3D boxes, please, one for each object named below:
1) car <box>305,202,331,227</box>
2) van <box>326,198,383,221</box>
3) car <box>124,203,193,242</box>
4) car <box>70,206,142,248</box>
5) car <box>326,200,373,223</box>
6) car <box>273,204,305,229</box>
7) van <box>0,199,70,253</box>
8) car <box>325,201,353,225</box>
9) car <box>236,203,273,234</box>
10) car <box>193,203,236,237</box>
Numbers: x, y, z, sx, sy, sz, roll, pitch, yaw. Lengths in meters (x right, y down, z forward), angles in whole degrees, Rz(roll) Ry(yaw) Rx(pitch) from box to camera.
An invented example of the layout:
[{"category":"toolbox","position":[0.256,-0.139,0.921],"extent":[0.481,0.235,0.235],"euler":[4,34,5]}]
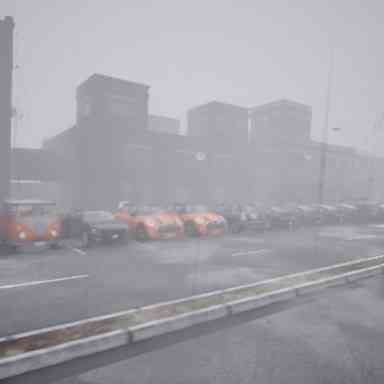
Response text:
[{"category":"car","position":[6.698,1.611,23.357],"extent":[2.231,1.521,4.892],"euler":[1,0,-36]},{"category":"van","position":[13.593,1.459,28.150],"extent":[1.878,1.987,4.442],"euler":[1,0,-36]},{"category":"car","position":[-2.294,1.401,16.973],"extent":[2.185,1.767,4.553],"euler":[0,0,-36]},{"category":"car","position":[-4.522,1.509,15.348],"extent":[2.097,1.535,5.008],"euler":[0,0,-36]},{"category":"car","position":[11.183,1.659,26.563],"extent":[2.231,1.521,4.892],"euler":[1,0,-36]},{"category":"car","position":[4.455,1.589,21.753],"extent":[2.231,1.521,4.892],"euler":[1,0,-36]},{"category":"van","position":[-6.693,1.266,13.646],"extent":[1.878,1.987,4.442],"euler":[0,0,-36]},{"category":"car","position":[8.941,1.635,24.960],"extent":[2.231,1.521,4.892],"euler":[1,0,-36]},{"category":"car","position":[2.229,1.441,20.130],"extent":[2.185,1.767,4.553],"euler":[1,0,-36]},{"category":"car","position":[-0.051,1.421,18.577],"extent":[2.185,1.767,4.553],"euler":[1,0,-36]}]
